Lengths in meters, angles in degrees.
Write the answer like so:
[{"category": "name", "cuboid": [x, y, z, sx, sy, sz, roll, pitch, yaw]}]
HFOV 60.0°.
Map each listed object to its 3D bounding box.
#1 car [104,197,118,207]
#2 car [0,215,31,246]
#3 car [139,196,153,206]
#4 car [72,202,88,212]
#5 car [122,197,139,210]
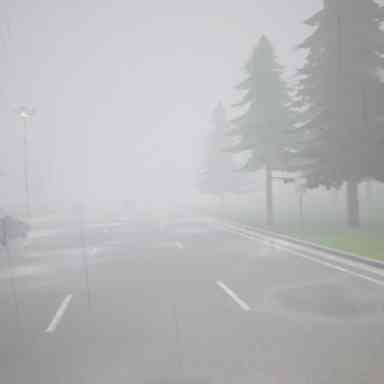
[{"category": "car", "cuboid": [-15.564, 2.075, 62.909, 1.812, 1.442, 4.674, -2, 0, -11]}, {"category": "car", "cuboid": [-9.936, 1.906, 17.063, 2.033, 1.411, 5.357, -2, 0, -11]}, {"category": "car", "cuboid": [-8.674, 1.773, 64.118, 1.882, 1.535, 5.008, -2, 0, -11]}, {"category": "car", "cuboid": [-16.191, 2.126, 48.152, 2.033, 1.411, 5.357, -2, 0, -11]}, {"category": "car", "cuboid": [-9.465, 1.836, 50.210, 1.837, 1.490, 4.892, -2, 1, -11]}]
